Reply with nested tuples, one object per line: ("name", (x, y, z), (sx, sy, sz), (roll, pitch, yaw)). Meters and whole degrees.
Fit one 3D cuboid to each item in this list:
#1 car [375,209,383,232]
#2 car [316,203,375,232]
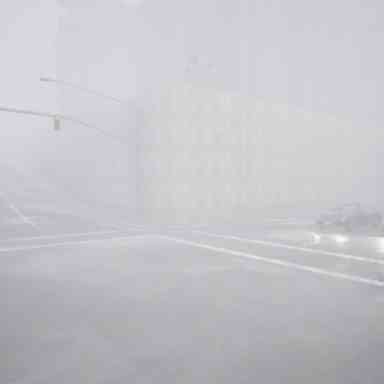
("car", (11.127, 1.419, 16.224), (4.181, 1.385, 1.994), (-1, 0, -35))
("car", (9.120, 1.380, 19.091), (4.674, 1.442, 1.812), (-1, 0, -35))
